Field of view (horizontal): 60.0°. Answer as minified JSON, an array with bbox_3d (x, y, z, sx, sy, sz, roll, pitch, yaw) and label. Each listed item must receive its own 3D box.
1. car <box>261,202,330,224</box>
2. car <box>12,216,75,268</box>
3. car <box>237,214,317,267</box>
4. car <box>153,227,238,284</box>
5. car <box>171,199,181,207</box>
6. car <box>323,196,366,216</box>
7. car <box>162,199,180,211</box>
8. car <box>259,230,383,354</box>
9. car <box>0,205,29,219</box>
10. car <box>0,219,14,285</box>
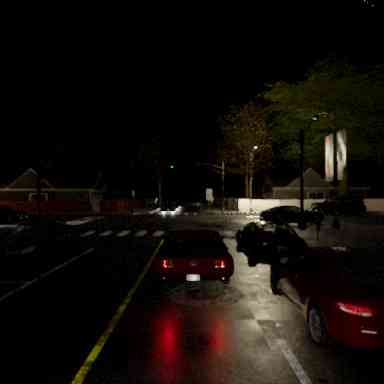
[{"bbox_3d":[7.362,1.695,24.527,4.674,1.442,1.812,0,-1,-11],"label":"car"},{"bbox_3d":[-5.411,1.688,11.592,1.802,1.307,4.206,0,-1,0],"label":"car"},{"bbox_3d":[2.614,1.671,11.613,1.947,1.339,4.313,0,-1,0],"label":"car"},{"bbox_3d":[0.048,1.691,9.832,1.895,1.301,4.718,0,0,0],"label":"car"},{"bbox_3d":[-3.229,2.166,68.250,1.837,1.490,4.892,0,-1,0],"label":"car"},{"bbox_3d":[15.116,1.434,34.617,5.566,2.045,2.150,0,0,0],"label":"car"},{"bbox_3d":[-3.222,2.001,47.925,2.033,1.411,5.357,0,-1,0],"label":"car"},{"bbox_3d":[2.627,1.638,6.094,1.802,1.307,4.206,0,-1,0],"label":"car"},{"bbox_3d":[-16.294,1.847,27.867,4.892,1.490,1.837,0,0,-1],"label":"car"},{"bbox_3d":[-5.398,1.496,6.075,1.967,1.590,4.097,0,-1,0],"label":"car"}]
